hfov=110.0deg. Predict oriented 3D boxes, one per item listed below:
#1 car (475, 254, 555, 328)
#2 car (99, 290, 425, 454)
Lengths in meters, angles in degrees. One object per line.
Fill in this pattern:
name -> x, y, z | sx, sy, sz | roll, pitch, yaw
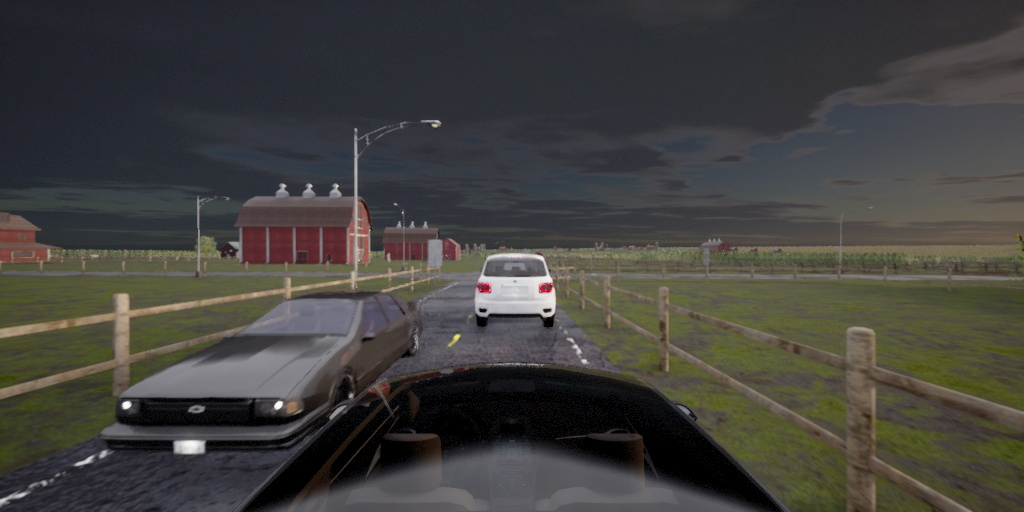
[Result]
car -> 0.109, 0.974, 11.555 | 2.150, 2.045, 5.566 | 0, 0, 1
car -> -2.842, 1.299, 5.825 | 2.033, 1.411, 5.357 | 0, 0, 0
